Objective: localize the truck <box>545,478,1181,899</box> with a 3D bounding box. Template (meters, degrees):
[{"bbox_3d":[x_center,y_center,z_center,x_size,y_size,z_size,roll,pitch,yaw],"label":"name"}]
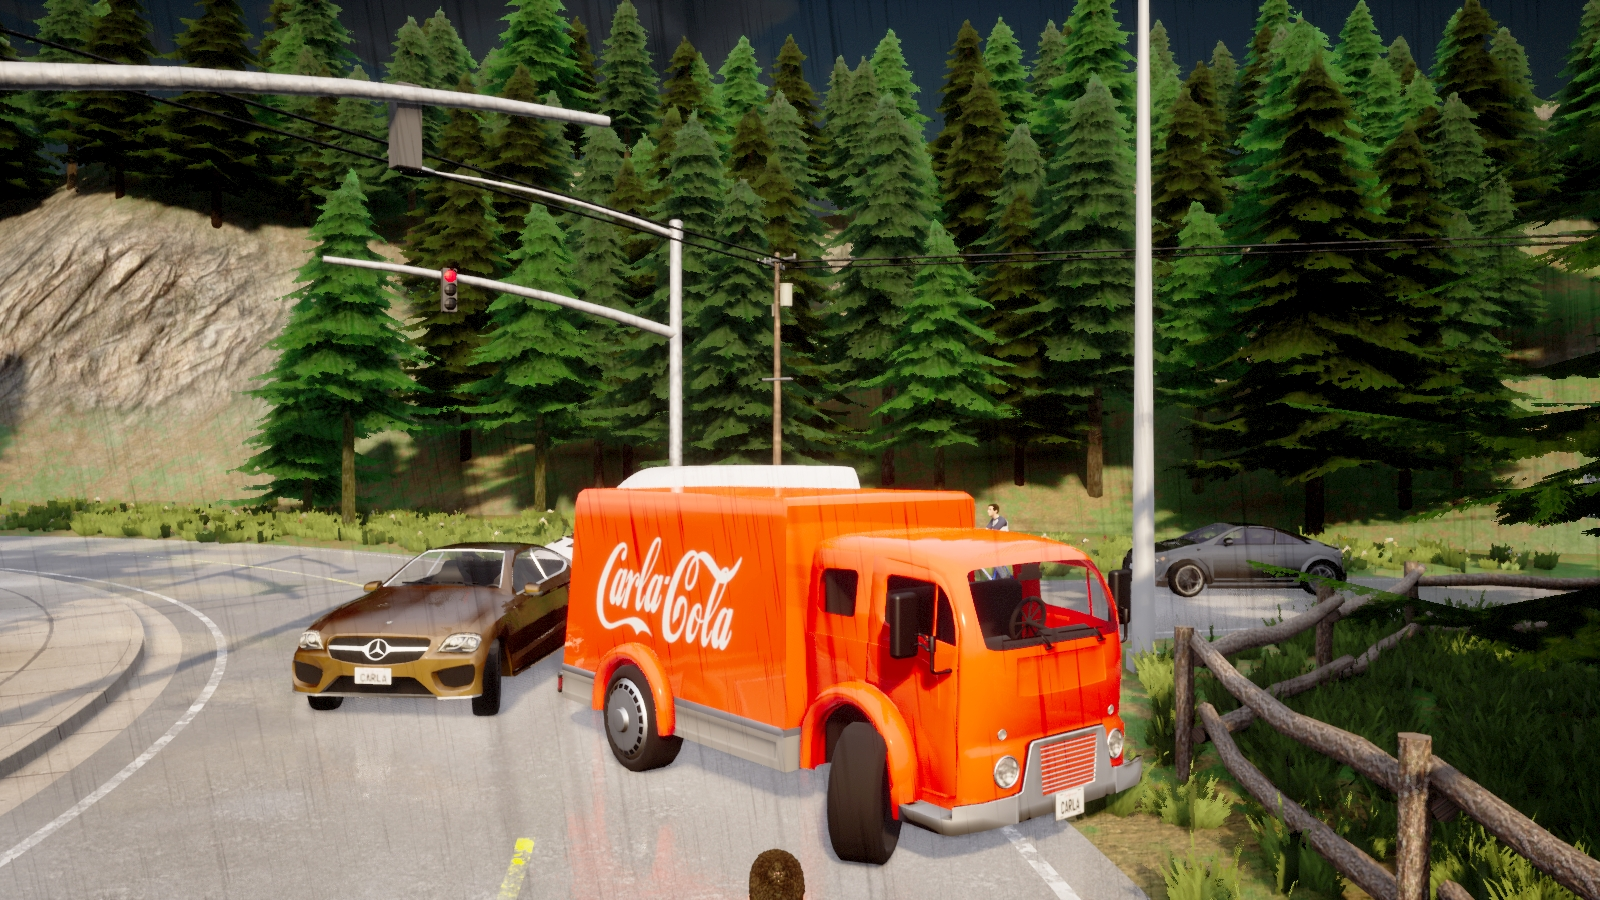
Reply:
[{"bbox_3d":[0.202,1.542,9.769,2.627,2.467,5.204,0,0,-39],"label":"truck"}]

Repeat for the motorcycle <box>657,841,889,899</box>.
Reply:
[{"bbox_3d":[-0.074,2.159,3.526,0.803,1.199,2.033,0,0,-2],"label":"motorcycle"}]

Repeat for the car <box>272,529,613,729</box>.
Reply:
[{"bbox_3d":[-4.038,1.970,14.038,2.152,1.651,5.027,0,0,6],"label":"car"}]

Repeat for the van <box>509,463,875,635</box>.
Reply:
[{"bbox_3d":[-1.776,1.528,19.549,5.915,2.561,1.988,0,0,-27],"label":"van"}]

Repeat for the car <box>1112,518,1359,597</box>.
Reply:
[{"bbox_3d":[8.638,2.119,22.918,4.181,1.385,1.994,0,0,-2],"label":"car"}]
